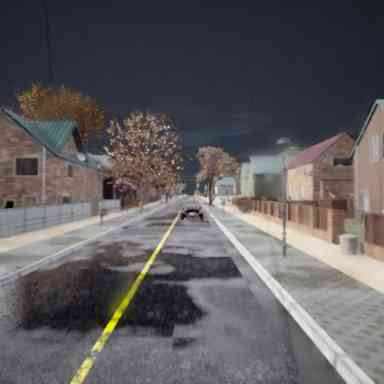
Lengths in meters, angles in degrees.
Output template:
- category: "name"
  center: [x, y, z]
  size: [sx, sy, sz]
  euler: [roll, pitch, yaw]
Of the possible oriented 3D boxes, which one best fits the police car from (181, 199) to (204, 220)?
- category: "police car"
  center: [0.027, 1.647, 29.959]
  size: [2.038, 1.542, 4.974]
  euler: [0, -1, 0]
